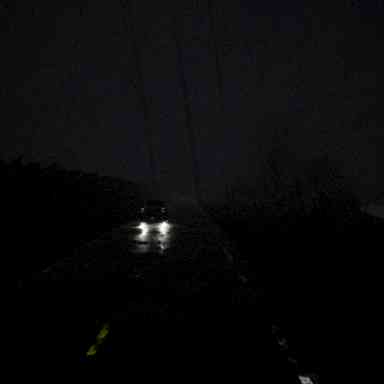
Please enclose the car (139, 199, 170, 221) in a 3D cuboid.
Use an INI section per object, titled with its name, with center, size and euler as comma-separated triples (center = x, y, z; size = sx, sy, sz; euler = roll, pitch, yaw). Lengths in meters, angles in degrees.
[car]
center = -2.948, 1.353, 26.862
size = 2.097, 1.767, 4.553
euler = 0, 0, 0
